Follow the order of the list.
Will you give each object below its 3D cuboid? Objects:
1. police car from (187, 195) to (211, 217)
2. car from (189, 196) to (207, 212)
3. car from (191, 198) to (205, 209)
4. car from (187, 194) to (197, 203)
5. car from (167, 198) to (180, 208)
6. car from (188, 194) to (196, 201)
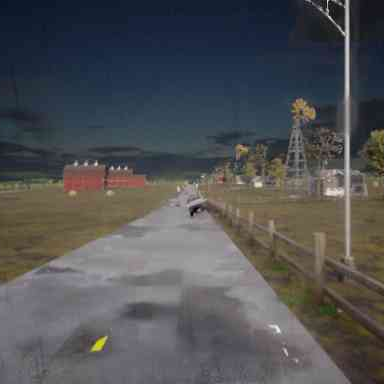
[{"bbox_3d":[0.571,1.321,32.561,1.930,1.638,5.238,-18,2,1],"label":"police car"},{"bbox_3d":[0.755,1.476,42.441,2.097,1.767,4.553,-1,0,0],"label":"car"},{"bbox_3d":[0.830,1.666,48.481,1.837,1.490,4.892,0,0,0],"label":"car"},{"bbox_3d":[0.008,1.394,68.887,2.097,1.767,4.553,0,0,0],"label":"car"},{"bbox_3d":[-2.810,1.691,50.800,1.812,1.442,4.674,0,0,0],"label":"car"},{"bbox_3d":[0.010,1.437,83.914,2.128,1.511,4.902,0,1,0],"label":"car"}]
